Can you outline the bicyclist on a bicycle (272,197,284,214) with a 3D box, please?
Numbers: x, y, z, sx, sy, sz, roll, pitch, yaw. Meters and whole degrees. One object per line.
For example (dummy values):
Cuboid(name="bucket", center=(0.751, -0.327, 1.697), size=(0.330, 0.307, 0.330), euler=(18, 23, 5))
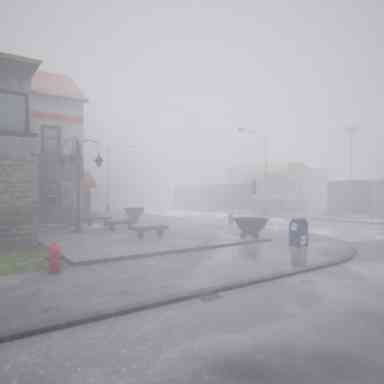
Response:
Cuboid(name="bicyclist on a bicycle", center=(8.337, 1.312, 32.209), size=(1.656, 1.620, 0.582), euler=(0, 0, -35))
